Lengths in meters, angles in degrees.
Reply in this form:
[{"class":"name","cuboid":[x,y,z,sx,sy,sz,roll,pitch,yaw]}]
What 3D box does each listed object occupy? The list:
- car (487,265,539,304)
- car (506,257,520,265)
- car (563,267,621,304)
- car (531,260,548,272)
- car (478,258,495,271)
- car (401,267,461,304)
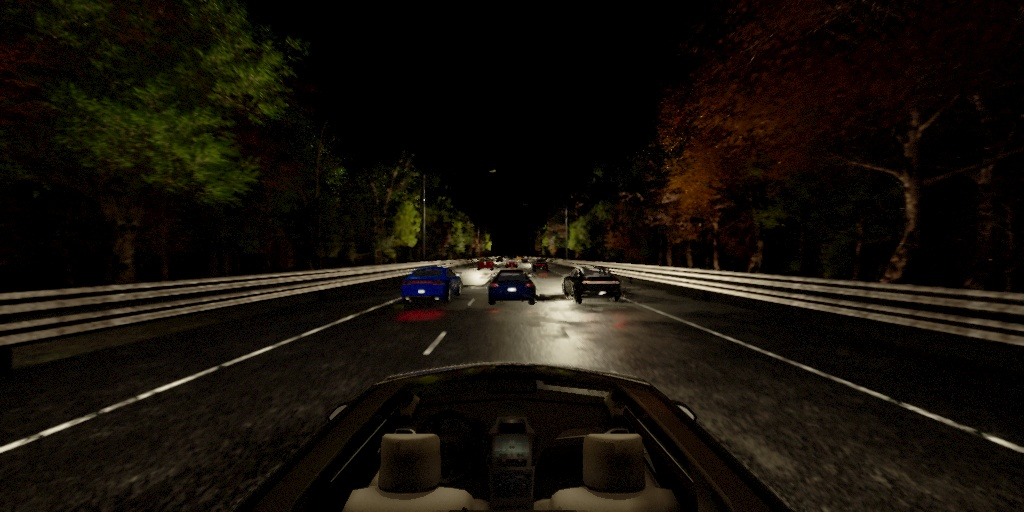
[{"class":"car","cuboid":[-0.003,1.309,16.300,1.994,1.385,4.181,0,0,0]},{"class":"car","cuboid":[-0.014,1.299,61.398,1.895,1.301,4.718,0,0,0]},{"class":"car","cuboid":[3.497,1.236,16.338,2.128,1.511,4.902,0,0,0]},{"class":"car","cuboid":[3.491,1.225,45.397,1.837,1.490,4.892,0,0,0]},{"class":"car","cuboid":[-3.512,1.065,49.302,2.097,1.767,4.553,0,0,0]},{"class":"car","cuboid":[-3.503,1.222,16.349,1.882,1.535,5.008,0,0,0]}]
